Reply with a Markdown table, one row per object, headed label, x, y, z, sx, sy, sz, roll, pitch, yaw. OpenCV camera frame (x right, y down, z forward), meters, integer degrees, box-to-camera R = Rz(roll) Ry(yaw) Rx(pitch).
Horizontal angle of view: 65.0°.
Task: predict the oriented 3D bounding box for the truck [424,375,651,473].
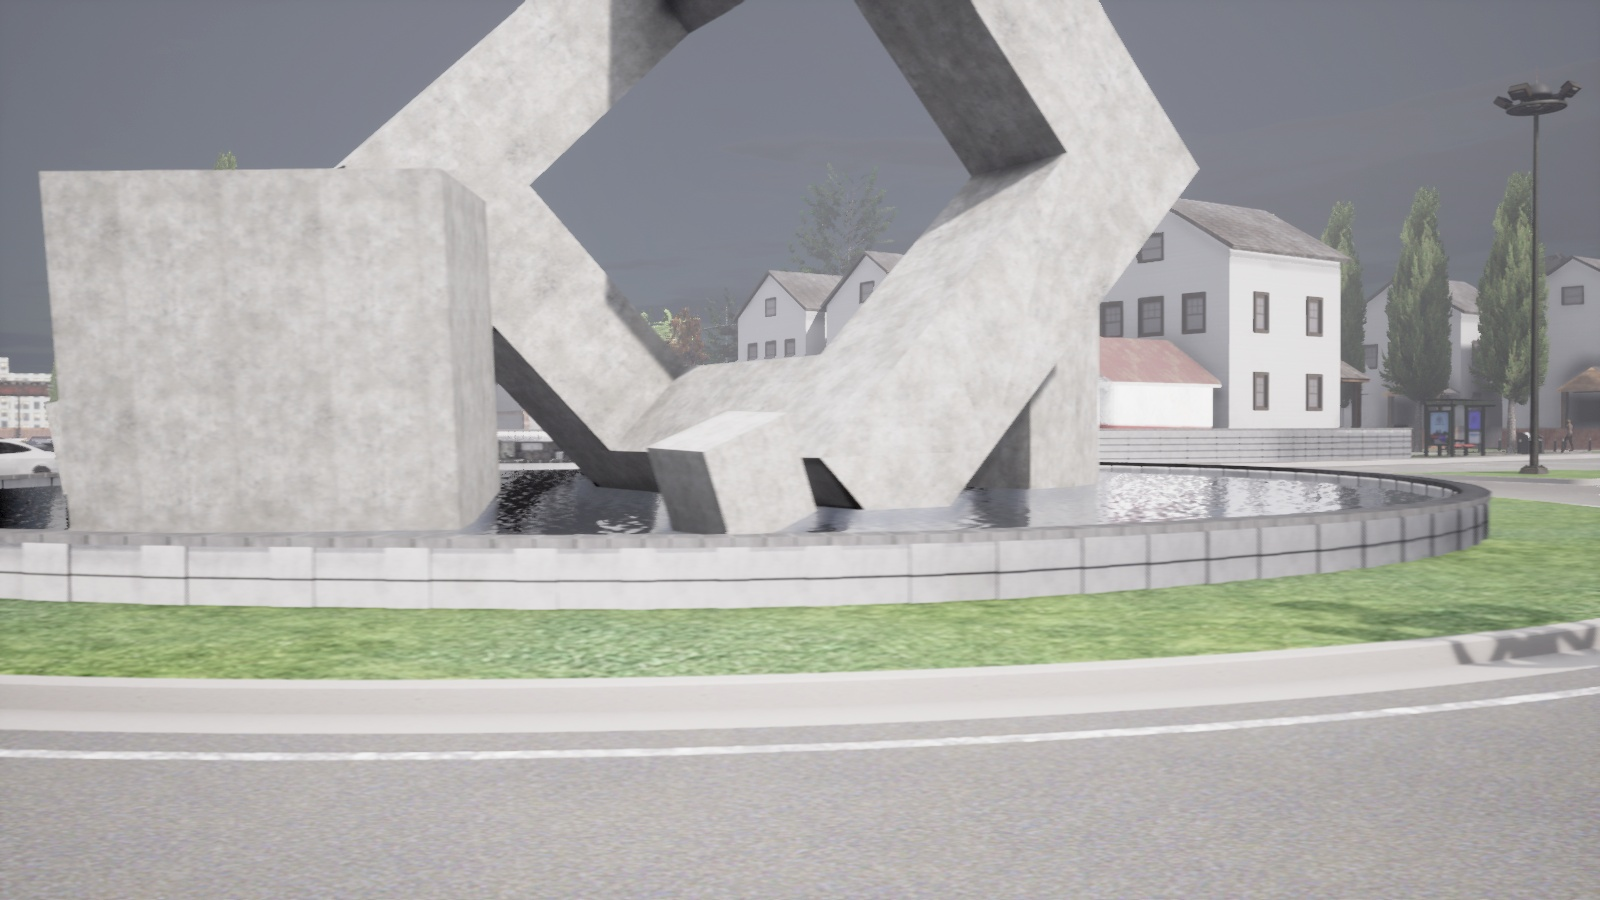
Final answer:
| label | x | y | z | sx | sy | sz | roll | pitch | yaw |
| --- | --- | --- | --- | --- | --- | --- | --- | --- | --- |
| truck | -9.637 | -0.937 | 46.386 | 7.936 | 3.462 | 2.891 | 0 | 1 | -12 |

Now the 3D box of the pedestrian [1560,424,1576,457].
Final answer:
| label | x | y | z | sx | sy | sz | roll | pitch | yaw |
| --- | --- | --- | --- | --- | --- | --- | --- | --- | --- |
| pedestrian | 43.246 | -0.518 | 70.713 | 0.331 | 1.846 | 0.634 | -1 | 1 | -41 |

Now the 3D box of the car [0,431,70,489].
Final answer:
| label | x | y | z | sx | sy | sz | roll | pitch | yaw |
| --- | --- | --- | --- | --- | --- | --- | --- | --- | --- |
| car | -21.000 | 0.259 | 31.631 | 1.812 | 1.442 | 4.674 | 0 | 1 | 13 |

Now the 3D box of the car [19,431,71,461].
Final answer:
| label | x | y | z | sx | sy | sz | roll | pitch | yaw |
| --- | --- | --- | --- | --- | --- | --- | --- | --- | --- |
| car | -35.859 | -0.211 | 59.625 | 1.994 | 1.385 | 4.181 | 0 | 1 | -33 |
